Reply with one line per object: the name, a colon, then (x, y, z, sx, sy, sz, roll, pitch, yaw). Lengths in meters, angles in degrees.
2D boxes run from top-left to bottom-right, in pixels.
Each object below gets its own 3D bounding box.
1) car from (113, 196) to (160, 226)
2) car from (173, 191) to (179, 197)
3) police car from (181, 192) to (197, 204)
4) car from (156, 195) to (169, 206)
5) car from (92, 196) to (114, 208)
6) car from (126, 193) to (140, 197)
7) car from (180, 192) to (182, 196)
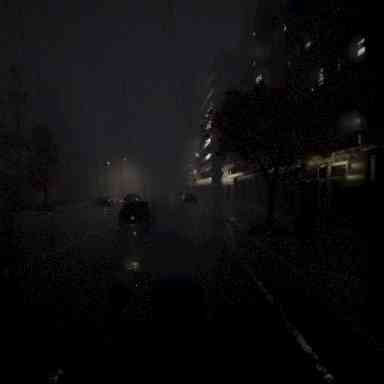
car: (-3.393, 1.272, 21.283, 1.882, 1.535, 5.008, 0, 1, -1)
car: (-3.410, 0.621, 86.579, 1.837, 1.490, 4.892, 0, 0, -5)
police car: (-0.248, 0.952, 51.562, 1.930, 1.638, 5.238, 0, 0, -3)
car: (-4.055, 1.088, 43.831, 2.128, 1.511, 4.902, 0, 1, -2)
car: (-10.590, 1.199, 39.904, 1.994, 1.385, 4.181, 0, 0, -2)
car: (-7.378, 0.973, 41.095, 2.097, 1.767, 4.553, 0, 1, -2)
car: (-0.772, 0.897, 61.682, 1.801, 1.575, 5.366, 0, 0, -3)
